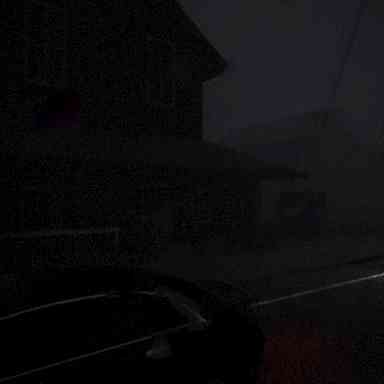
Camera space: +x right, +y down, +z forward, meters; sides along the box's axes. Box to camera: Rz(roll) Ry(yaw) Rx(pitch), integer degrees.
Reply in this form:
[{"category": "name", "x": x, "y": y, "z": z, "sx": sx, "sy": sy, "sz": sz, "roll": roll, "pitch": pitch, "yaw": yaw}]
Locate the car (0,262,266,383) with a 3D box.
[{"category": "car", "x": -1.518, "y": 1.503, "z": 2.908, "sx": 4.892, "sy": 1.490, "sz": 1.837, "roll": 1, "pitch": 0, "yaw": -33}]
